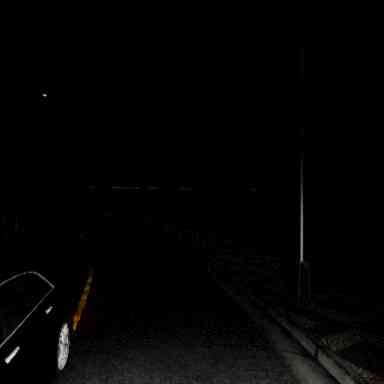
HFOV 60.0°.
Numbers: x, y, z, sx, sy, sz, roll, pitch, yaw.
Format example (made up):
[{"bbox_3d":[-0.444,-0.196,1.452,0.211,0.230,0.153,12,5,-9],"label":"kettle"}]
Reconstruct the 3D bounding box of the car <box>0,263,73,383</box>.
[{"bbox_3d":[-2.313,1.506,2.627,1.837,1.490,4.892,1,0,-7],"label":"car"}]

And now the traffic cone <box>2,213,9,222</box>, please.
[{"bbox_3d":[-12.523,1.705,22.343,0.340,0.580,0.340,0,2,-39],"label":"traffic cone"}]

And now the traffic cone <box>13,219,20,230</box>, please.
[{"bbox_3d":[-9.801,1.807,18.569,0.340,0.580,0.340,0,1,-32],"label":"traffic cone"}]
